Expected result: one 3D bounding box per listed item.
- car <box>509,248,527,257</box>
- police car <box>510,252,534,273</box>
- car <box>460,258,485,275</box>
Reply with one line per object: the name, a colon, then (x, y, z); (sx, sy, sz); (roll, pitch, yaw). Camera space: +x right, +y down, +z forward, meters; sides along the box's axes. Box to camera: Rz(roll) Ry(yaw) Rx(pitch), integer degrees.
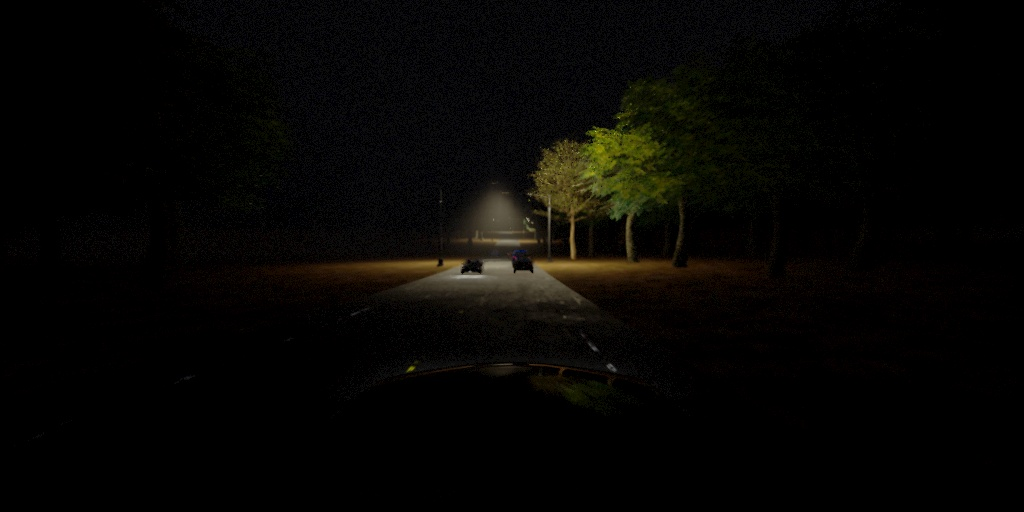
car: (1.060, 0.311, 44.558); (2.150, 2.045, 5.566); (0, 2, 0)
police car: (1.057, 0.753, 34.649); (1.930, 1.638, 5.238); (0, 1, 0)
car: (-3.574, 0.903, 33.353); (2.033, 1.411, 5.357); (0, 1, 0)
